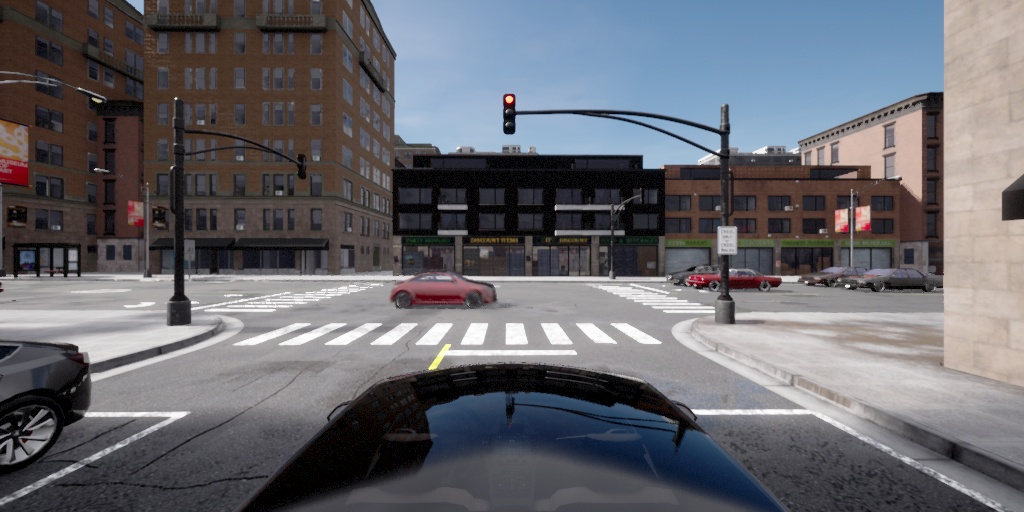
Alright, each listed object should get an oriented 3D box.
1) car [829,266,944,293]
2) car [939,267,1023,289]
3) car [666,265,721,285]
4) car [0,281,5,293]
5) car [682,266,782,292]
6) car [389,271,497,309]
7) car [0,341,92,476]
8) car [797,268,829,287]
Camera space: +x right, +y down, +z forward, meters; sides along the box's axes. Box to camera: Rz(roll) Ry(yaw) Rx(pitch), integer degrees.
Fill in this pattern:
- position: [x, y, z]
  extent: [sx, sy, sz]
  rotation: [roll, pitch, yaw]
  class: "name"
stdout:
- position: [22.718, 1.421, 21.451]
  extent: [5.357, 1.411, 2.033]
  rotation: [0, 0, -1]
  class: "car"
- position: [32.829, 1.492, 24.831]
  extent: [4.181, 1.385, 1.994]
  rotation: [0, 0, -1]
  class: "car"
- position: [13.161, 1.329, 24.573]
  extent: [4.892, 1.490, 1.837]
  rotation: [0, 0, -1]
  class: "car"
- position: [-23.461, 1.245, 14.129]
  extent: [4.718, 1.301, 1.895]
  rotation: [0, 0, -1]
  class: "car"
- position: [13.071, 1.424, 21.323]
  extent: [4.718, 1.301, 1.895]
  rotation: [0, 0, -1]
  class: "car"
- position: [-2.695, 1.308, 14.407]
  extent: [4.181, 1.385, 1.994]
  rotation: [0, 0, -1]
  class: "car"
- position: [-5.388, 1.316, 2.073]
  extent: [1.948, 1.339, 4.313]
  rotation: [0, 0, -1]
  class: "car"
- position: [22.905, 1.422, 24.707]
  extent: [5.357, 1.411, 2.033]
  rotation: [0, 0, -1]
  class: "car"
